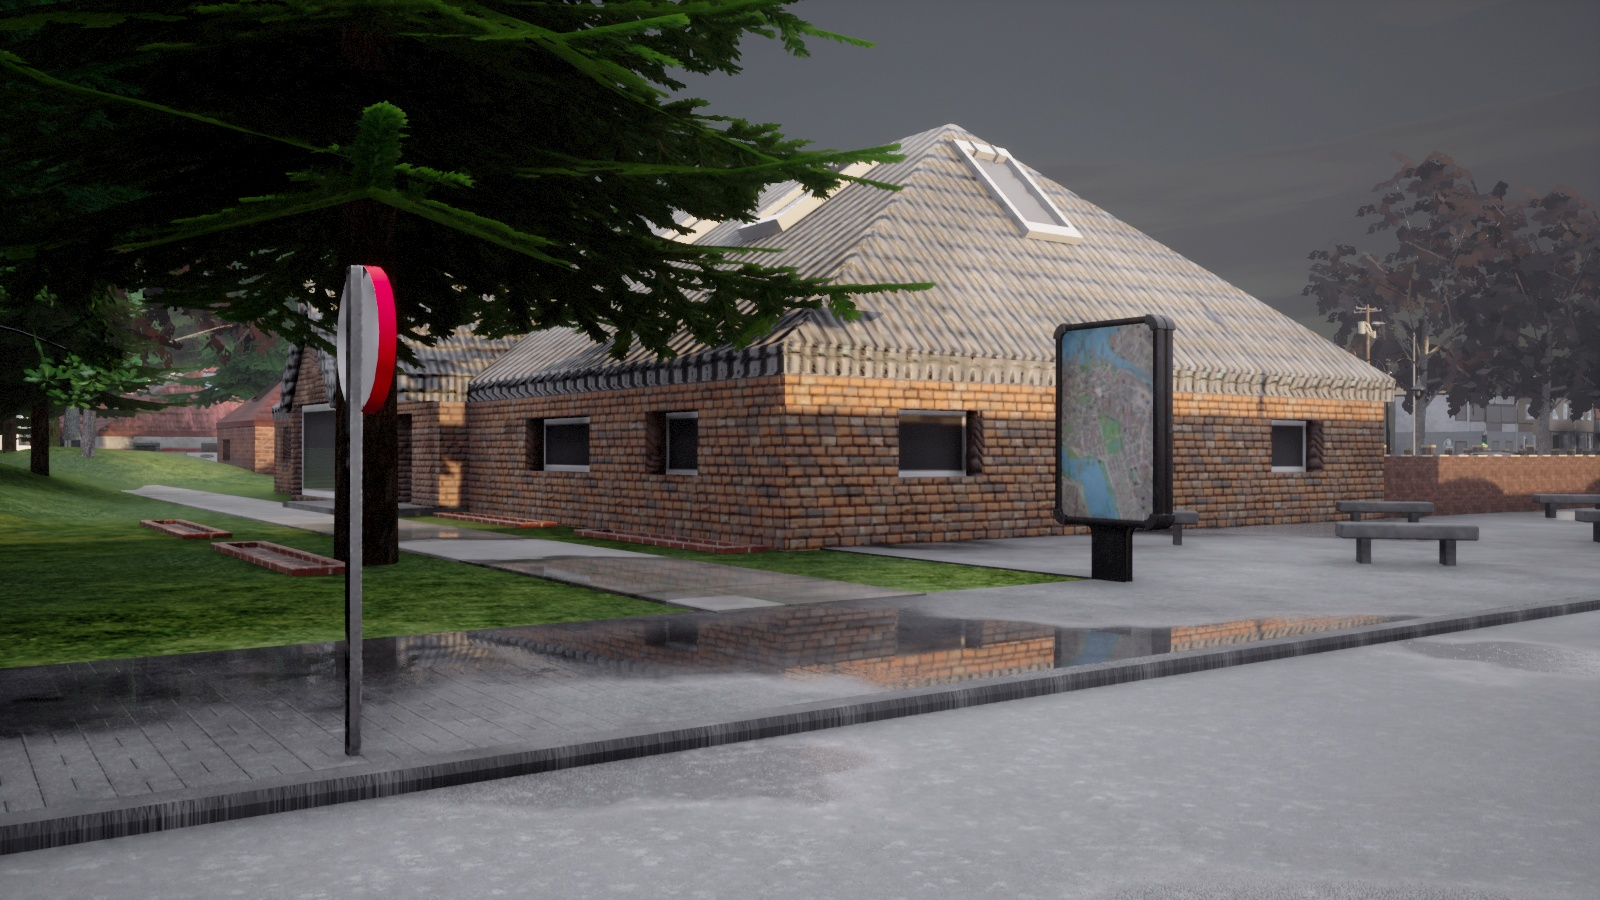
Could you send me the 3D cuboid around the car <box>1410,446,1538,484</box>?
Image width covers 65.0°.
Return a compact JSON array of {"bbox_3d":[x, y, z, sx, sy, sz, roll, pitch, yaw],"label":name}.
[{"bbox_3d":[30.707,0.664,57.341,2.242,1.667,4.611,0,0,-37],"label":"car"}]
